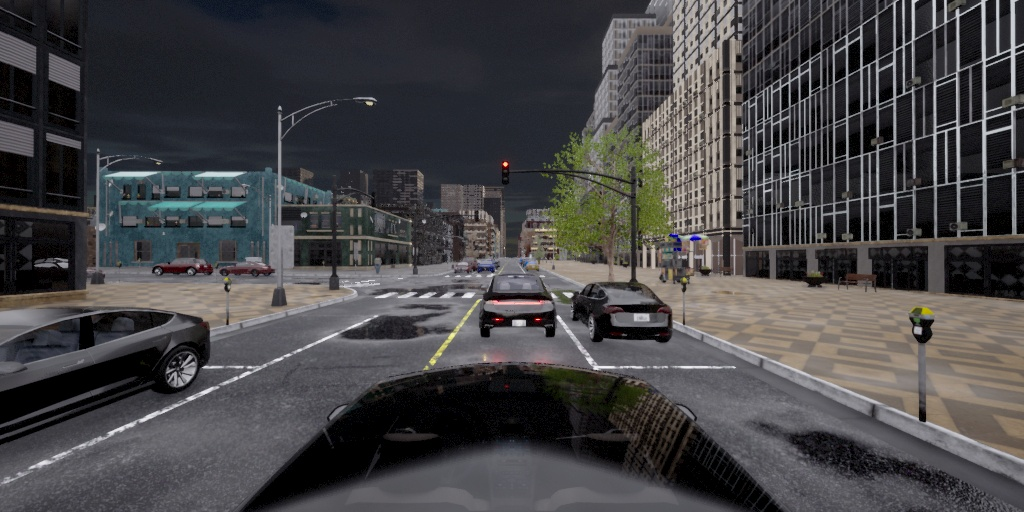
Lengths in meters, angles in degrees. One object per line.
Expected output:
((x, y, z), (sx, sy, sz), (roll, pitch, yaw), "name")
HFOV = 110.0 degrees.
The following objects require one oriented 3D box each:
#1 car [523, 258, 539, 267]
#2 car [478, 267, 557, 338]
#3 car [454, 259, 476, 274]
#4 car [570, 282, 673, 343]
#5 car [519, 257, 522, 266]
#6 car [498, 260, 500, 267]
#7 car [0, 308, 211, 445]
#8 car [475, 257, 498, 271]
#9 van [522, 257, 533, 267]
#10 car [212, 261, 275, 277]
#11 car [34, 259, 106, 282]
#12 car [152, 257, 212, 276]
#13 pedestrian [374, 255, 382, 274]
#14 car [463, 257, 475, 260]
((2.710, 1.278, 47.735), (1.751, 1.417, 4.829), (0, 0, 0), "car")
((0.114, 1.242, 10.206), (2.128, 1.511, 4.902), (0, 0, -1), "car")
((-5.673, 1.335, 42.015), (1.802, 1.307, 4.207), (0, 0, 0), "car")
((2.694, 1.316, 9.536), (1.948, 1.339, 4.313), (0, 0, 0), "car")
((2.717, 1.305, 64.218), (2.007, 1.370, 4.403), (0, 0, 0), "car")
((-3.057, 1.318, 53.538), (1.994, 1.385, 4.181), (0, 0, 1), "car")
((-5.689, 1.316, 4.000), (1.948, 1.339, 4.313), (0, 0, 0), "car")
((-3.083, 1.230, 43.687), (1.882, 1.535, 5.008), (0, 0, 0), "car")
((2.713, 1.094, 53.116), (1.690, 1.789, 3.998), (0, 0, 0), "van")
((-22.809, 1.090, 30.936), (4.207, 1.307, 1.802), (0, 0, -1), "car")
((-28.242, 0.980, 22.481), (4.207, 1.307, 1.802), (0, 0, -1), "car")
((-28.357, 0.879, 30.860), (4.097, 1.591, 1.967), (0, 0, -1), "car")
((-12.736, 0.789, 34.023), (0.375, 1.860, 0.375), (0, -1, -1), "pedestrian")
((-5.670, 1.068, 47.566), (2.192, 1.841, 5.009), (0, 0, 0), "car")
